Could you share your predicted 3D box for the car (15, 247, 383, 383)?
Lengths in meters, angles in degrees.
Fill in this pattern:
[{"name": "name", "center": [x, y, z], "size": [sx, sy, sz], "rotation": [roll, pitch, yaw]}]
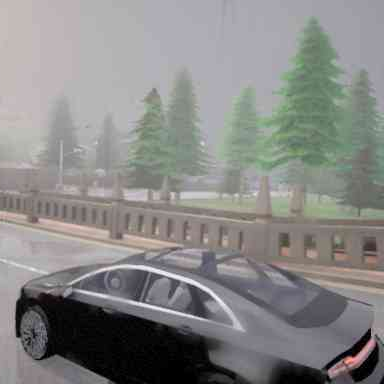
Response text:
[{"name": "car", "center": [-0.344, 1.482, 4.228], "size": [4.902, 1.511, 2.128], "rotation": [1, 0, 35]}]
